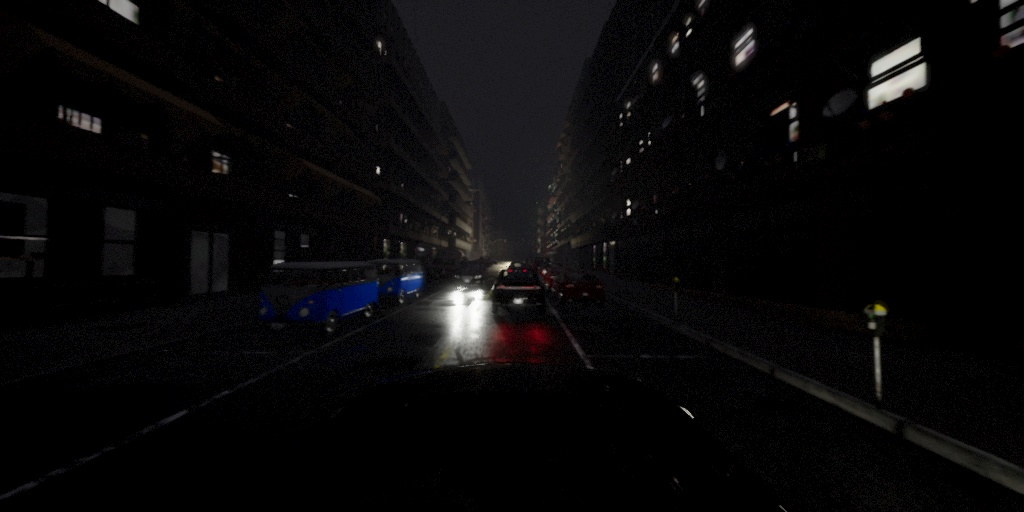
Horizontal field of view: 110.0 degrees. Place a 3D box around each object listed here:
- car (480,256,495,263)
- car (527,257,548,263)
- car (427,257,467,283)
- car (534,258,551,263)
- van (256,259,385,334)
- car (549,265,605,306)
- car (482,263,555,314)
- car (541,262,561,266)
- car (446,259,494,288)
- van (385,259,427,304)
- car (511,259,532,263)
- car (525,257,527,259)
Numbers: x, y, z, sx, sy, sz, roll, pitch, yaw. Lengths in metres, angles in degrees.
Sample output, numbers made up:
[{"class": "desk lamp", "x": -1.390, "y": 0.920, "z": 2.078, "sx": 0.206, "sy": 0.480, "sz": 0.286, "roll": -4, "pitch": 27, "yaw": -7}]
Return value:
[{"class": "car", "x": -4.571, "y": 0.974, "z": 59.886, "sx": 2.192, "sy": 1.841, "sz": 5.009, "roll": 0, "pitch": 0, "yaw": 1}, {"class": "car", "x": 2.982, "y": 1.021, "z": 37.604, "sx": 2.192, "sy": 1.841, "sz": 5.009, "roll": 0, "pitch": 0, "yaw": 1}, {"class": "car", "x": -5.011, "y": 0.987, "z": 26.708, "sx": 2.192, "sy": 1.841, "sz": 5.009, "roll": 0, "pitch": 0, "yaw": 1}, {"class": "car", "x": 2.877, "y": 1.158, "z": 26.543, "sx": 1.967, "sy": 1.591, "sz": 4.097, "roll": 0, "pitch": 0, "yaw": 1}, {"class": "van", "x": -5.232, "y": 1.039, "z": 10.118, "sx": 1.690, "sy": 1.789, "sz": 3.998, "roll": 0, "pitch": 0, "yaw": 1}, {"class": "car", "x": 2.723, "y": 1.280, "z": 15.482, "sx": 1.888, "sy": 1.381, "sz": 4.507, "roll": 0, "pitch": 0, "yaw": 1}, {"class": "car", "x": 0.235, "y": 1.215, "z": 13.733, "sx": 2.128, "sy": 1.511, "sz": 4.902, "roll": 0, "pitch": 0, "yaw": 1}, {"class": "car", "x": 2.796, "y": 1.271, "z": 21.012, "sx": 1.888, "sy": 1.381, "sz": 4.507, "roll": 0, "pitch": 0, "yaw": 1}, {"class": "car", "x": -2.575, "y": 1.183, "z": 23.199, "sx": 2.128, "sy": 1.511, "sz": 4.902, "roll": 0, "pitch": 0, "yaw": 1}, {"class": "van", "x": -5.158, "y": 1.029, "z": 15.649, "sx": 1.690, "sy": 1.789, "sz": 3.998, "roll": 0, "pitch": 0, "yaw": 1}, {"class": "car", "x": 0.485, "y": 1.245, "z": 32.063, "sx": 2.033, "sy": 1.411, "sz": 5.357, "roll": 0, "pitch": 0, "yaw": 1}, {"class": "car", "x": 3.129, "y": 1.142, "z": 48.665, "sx": 1.967, "sy": 1.591, "sz": 4.097, "roll": 0, "pitch": 0, "yaw": 1}]
